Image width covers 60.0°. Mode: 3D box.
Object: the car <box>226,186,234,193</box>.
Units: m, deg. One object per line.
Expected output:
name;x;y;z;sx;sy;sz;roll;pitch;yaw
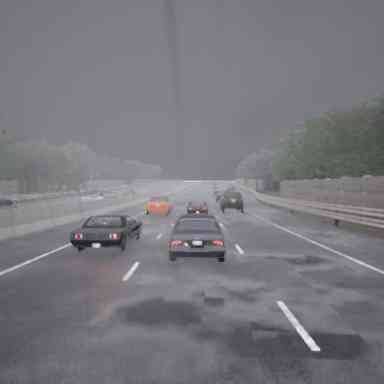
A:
car;10.395;-0.735;91.574;2.097;1.767;4.553;0;2;3

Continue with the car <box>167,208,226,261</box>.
car;0.179;1.519;12.152;2.033;1.411;5.357;0;0;1

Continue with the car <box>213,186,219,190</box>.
car;6.137;-0.041;78.473;1.882;1.535;5.008;0;2;3

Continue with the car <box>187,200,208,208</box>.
car;0.542;1.425;30.779;1.895;1.301;4.718;0;1;2

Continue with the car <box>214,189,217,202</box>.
car;4.793;0.779;53.798;1.837;1.490;4.892;0;2;3

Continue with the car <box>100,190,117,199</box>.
car;-15.695;0.593;64.545;1.895;1.301;4.718;0;2;3

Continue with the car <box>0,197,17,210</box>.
car;-13.846;1.271;22.568;2.097;1.767;4.553;0;0;1

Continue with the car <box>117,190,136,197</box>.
car;-12.221;0.357;64.079;2.097;1.767;4.553;0;2;3

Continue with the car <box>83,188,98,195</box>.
car;-21.676;-0.066;71.609;2.033;1.411;5.357;0;2;0

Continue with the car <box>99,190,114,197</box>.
car;-18.709;0.242;73.147;1.895;1.301;4.718;0;2;3

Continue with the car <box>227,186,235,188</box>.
car;9.693;-0.464;81.639;2.150;2.045;5.566;0;2;5

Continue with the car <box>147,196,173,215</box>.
car;-2.939;1.168;31.330;2.097;1.767;4.553;0;1;2

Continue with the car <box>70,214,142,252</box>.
car;-3.298;1.567;13.810;1.895;1.301;4.718;0;0;1

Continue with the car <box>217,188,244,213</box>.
car;4.035;0.941;34.364;2.150;2.045;5.566;0;1;2
